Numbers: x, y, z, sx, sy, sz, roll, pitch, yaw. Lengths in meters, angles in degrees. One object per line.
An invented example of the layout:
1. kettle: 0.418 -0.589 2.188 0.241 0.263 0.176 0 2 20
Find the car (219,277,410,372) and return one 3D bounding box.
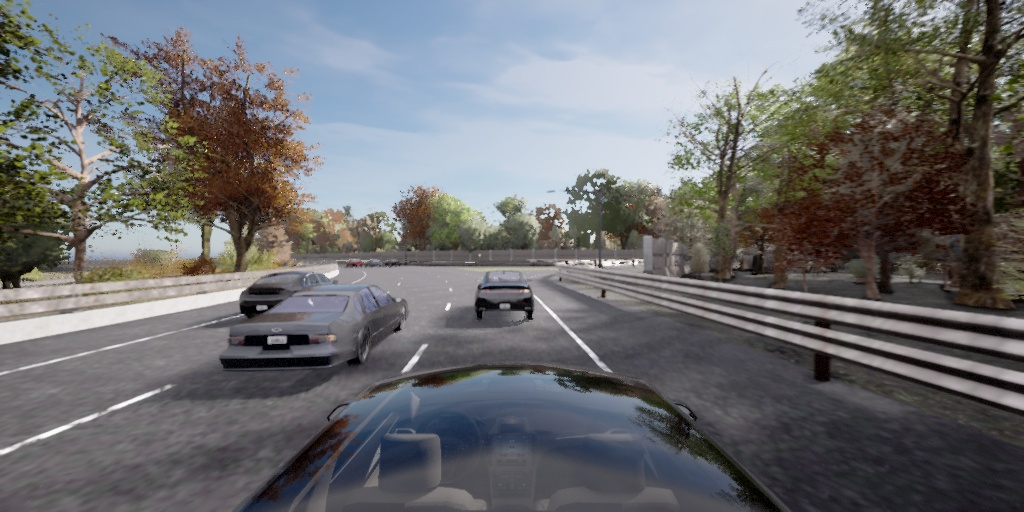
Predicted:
1. car: -3.720 1.320 7.937 2.033 1.411 5.357 0 0 -4

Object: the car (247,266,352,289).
1. car: -7.727 1.300 13.115 1.837 1.490 4.892 0 0 -6

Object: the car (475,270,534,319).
1. car: -0.294 1.250 12.830 2.128 1.511 4.902 0 0 -2
